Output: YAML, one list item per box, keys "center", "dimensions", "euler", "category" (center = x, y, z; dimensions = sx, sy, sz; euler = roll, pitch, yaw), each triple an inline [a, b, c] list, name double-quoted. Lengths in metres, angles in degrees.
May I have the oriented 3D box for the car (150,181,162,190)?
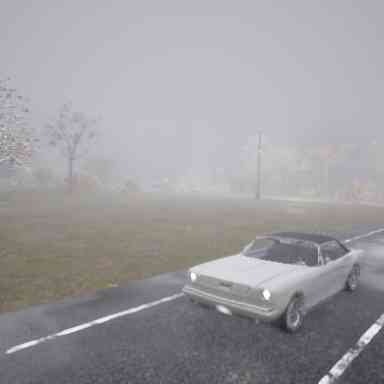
- center: [-7.564, -1.484, 79.094]
  dimensions: [5.566, 2.045, 2.150]
  euler: [3, 2, 42]
  category: "car"

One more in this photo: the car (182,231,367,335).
- center: [1.998, 1.571, 6.925]
  dimensions: [1.895, 1.301, 4.718]
  euler: [1, 0, 42]
  category: "car"

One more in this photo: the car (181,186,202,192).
- center: [-0.192, -0.602, 72.365]
  dimensions: [4.718, 1.301, 1.895]
  euler: [3, 2, 42]
  category: "car"
